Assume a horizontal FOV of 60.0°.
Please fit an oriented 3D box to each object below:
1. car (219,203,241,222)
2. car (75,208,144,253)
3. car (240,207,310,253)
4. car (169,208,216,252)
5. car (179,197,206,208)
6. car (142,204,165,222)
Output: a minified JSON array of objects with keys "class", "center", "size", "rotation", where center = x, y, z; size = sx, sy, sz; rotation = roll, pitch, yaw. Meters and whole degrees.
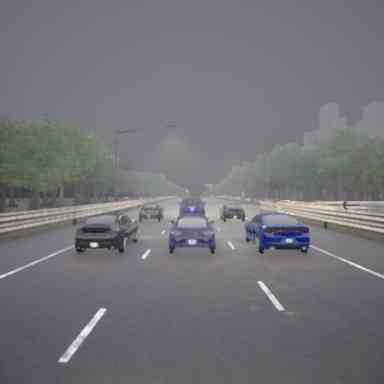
[{"class":"car","center":[3.519,1.778,29.300],"size":[1.837,1.490,4.892],"rotation":[0,0,0]},{"class":"car","center":[-3.488,1.644,14.305],"size":[1.837,1.490,4.892],"rotation":[0,0,0]},{"class":"car","center":[3.514,1.615,14.468],"size":[1.882,1.535,5.008],"rotation":[0,0,0]},{"class":"car","center":[0.013,1.662,14.387],"size":[1.812,1.442,4.674],"rotation":[0,0,0]},{"class":"car","center":[0.015,1.485,29.016],"size":[2.150,2.045,5.566],"rotation":[0,0,0]},{"class":"car","center":[-3.481,1.763,29.301],"size":[2.128,1.511,4.902],"rotation":[0,0,0]}]
